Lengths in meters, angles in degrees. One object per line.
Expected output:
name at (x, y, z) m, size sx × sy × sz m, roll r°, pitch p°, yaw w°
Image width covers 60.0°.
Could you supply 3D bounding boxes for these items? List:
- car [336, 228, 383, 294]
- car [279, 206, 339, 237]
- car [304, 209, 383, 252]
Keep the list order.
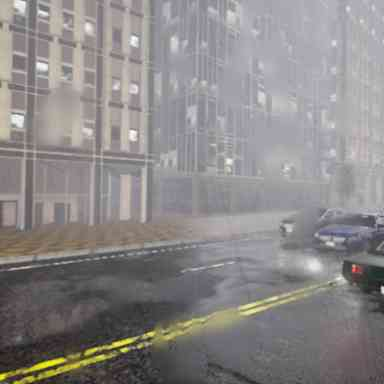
car at (5.525, 1.608, 7.680) m, size 4.718 × 1.301 × 1.895 m, roll 0°, pitch 0°, yaw -38°
car at (6.423, 1.505, 16.904) m, size 4.902 × 1.511 × 2.128 m, roll 0°, pitch 0°, yaw -39°
car at (6.593, 1.536, 12.889) m, size 4.674 × 1.442 × 1.812 m, roll 0°, pitch 0°, yaw -38°
